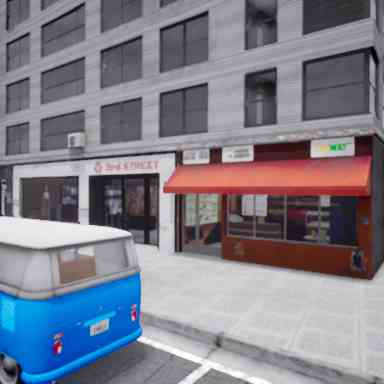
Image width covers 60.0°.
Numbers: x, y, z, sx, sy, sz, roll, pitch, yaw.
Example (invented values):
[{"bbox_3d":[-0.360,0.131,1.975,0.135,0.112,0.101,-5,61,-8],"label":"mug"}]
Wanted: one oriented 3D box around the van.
[{"bbox_3d":[-2.569,1.317,4.921,3.998,1.788,1.690,0,0,36],"label":"van"}]
